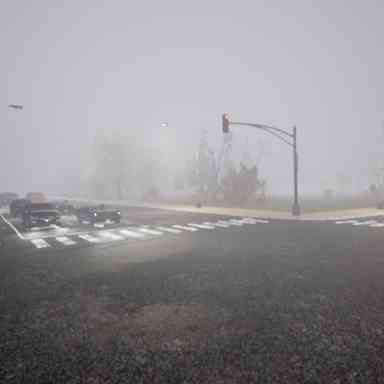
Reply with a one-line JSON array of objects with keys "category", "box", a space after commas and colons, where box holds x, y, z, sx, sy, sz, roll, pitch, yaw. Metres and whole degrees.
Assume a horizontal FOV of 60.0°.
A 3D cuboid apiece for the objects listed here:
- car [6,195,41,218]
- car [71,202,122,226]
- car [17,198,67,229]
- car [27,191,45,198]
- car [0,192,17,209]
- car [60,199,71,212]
[{"category": "car", "box": [-15.132, 1.360, 29.768, 1.882, 1.535, 5.008, -2, 2, -32]}, {"category": "car", "box": [-6.220, 1.396, 21.812, 1.895, 1.301, 4.718, -2, 1, -32]}, {"category": "car", "box": [-9.699, 1.406, 21.217, 1.837, 1.490, 4.892, -2, 1, -33]}, {"category": "car", "box": [-22.155, 0.960, 46.924, 2.150, 2.045, 5.566, -2, 1, -32]}, {"category": "car", "box": [-23.935, 1.073, 43.649, 2.150, 2.045, 5.566, -2, 1, -32]}, {"category": "car", "box": [-12.350, 1.375, 31.453, 1.895, 1.301, 4.718, -2, 1, -32]}]
